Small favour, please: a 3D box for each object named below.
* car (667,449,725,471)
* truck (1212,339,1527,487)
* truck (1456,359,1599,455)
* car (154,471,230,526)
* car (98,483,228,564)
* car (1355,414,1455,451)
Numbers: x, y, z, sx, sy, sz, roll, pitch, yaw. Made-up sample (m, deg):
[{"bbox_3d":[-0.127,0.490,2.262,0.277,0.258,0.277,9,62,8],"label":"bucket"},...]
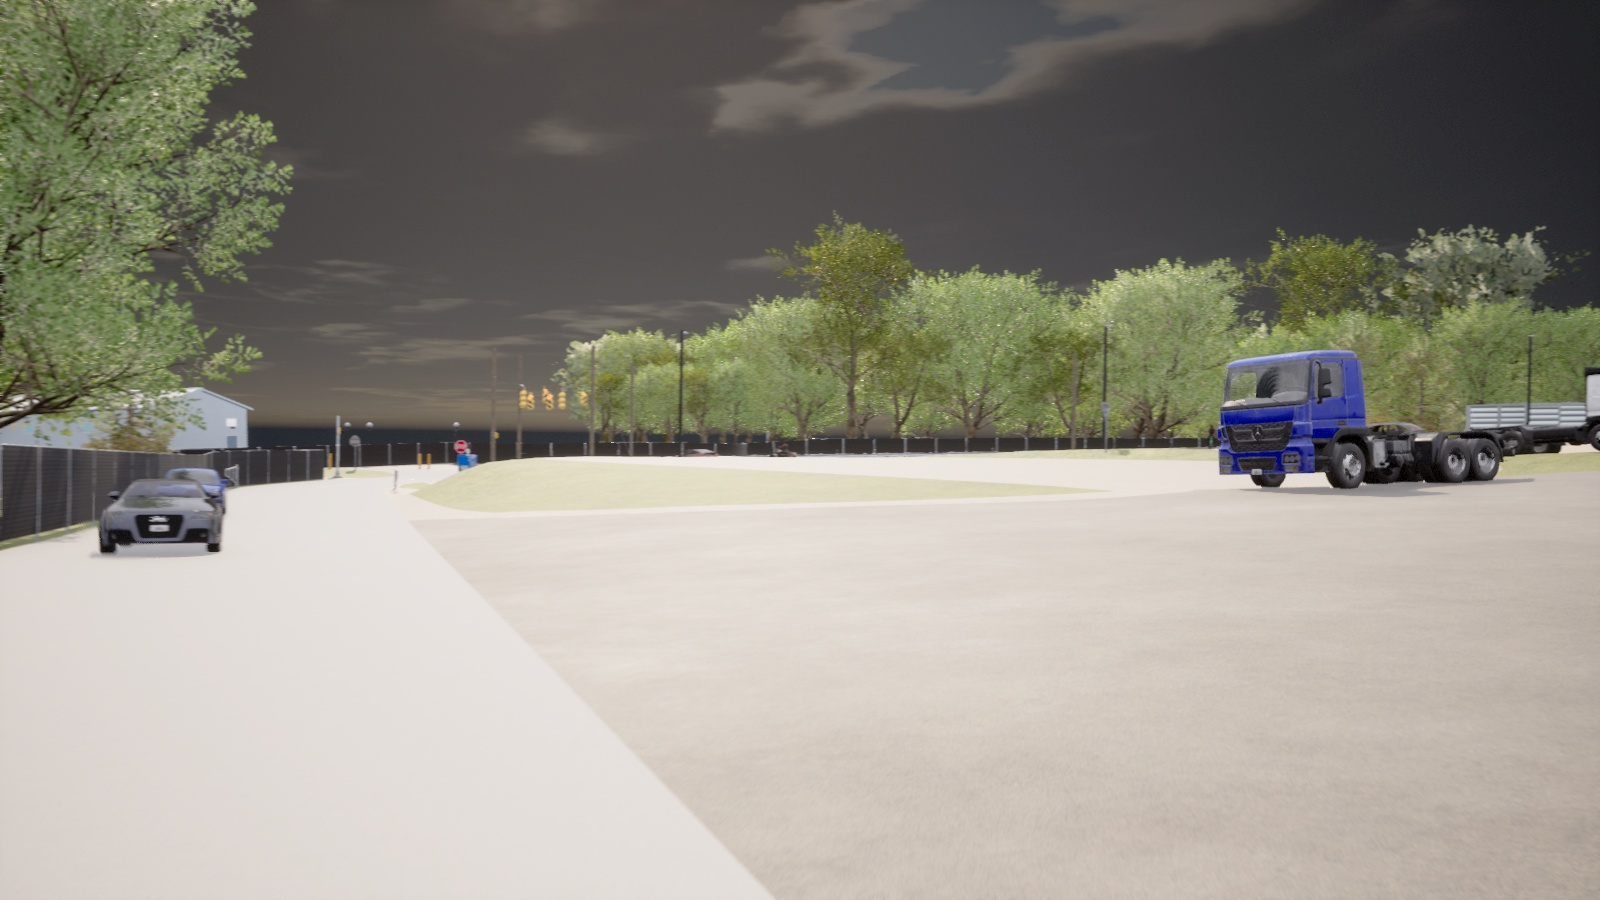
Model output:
[{"bbox_3d":[-7.803,0.746,93.784,2.007,1.525,4.514,0,-2,-41],"label":"car"},{"bbox_3d":[14.741,-0.926,32.391,7.936,3.462,2.891,-2,-1,-26],"label":"truck"},{"bbox_3d":[32.009,-1.736,52.316,2.891,3.462,7.936,1,-4,-27],"label":"truck"},{"bbox_3d":[-18.837,1.453,39.093,1.882,1.535,5.008,0,0,-23],"label":"car"},{"bbox_3d":[-12.214,1.345,24.321,1.994,1.385,4.181,0,-1,-23],"label":"car"},{"bbox_3d":[29.814,-0.841,61.962,1.851,1.617,3.988,-7,4,-41],"label":"car"}]
